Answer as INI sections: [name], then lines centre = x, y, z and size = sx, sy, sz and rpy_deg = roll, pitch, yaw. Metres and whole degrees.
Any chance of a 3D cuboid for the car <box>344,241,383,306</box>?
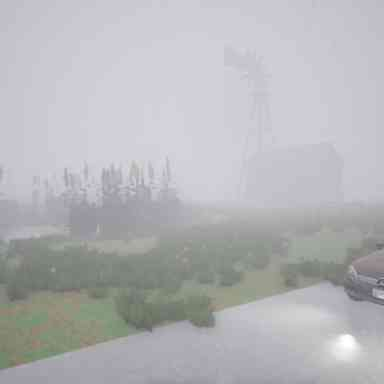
[car]
centre = 5.194, 1.522, 7.119
size = 4.674, 1.442, 1.812
rpy_deg = 0, 0, -35
